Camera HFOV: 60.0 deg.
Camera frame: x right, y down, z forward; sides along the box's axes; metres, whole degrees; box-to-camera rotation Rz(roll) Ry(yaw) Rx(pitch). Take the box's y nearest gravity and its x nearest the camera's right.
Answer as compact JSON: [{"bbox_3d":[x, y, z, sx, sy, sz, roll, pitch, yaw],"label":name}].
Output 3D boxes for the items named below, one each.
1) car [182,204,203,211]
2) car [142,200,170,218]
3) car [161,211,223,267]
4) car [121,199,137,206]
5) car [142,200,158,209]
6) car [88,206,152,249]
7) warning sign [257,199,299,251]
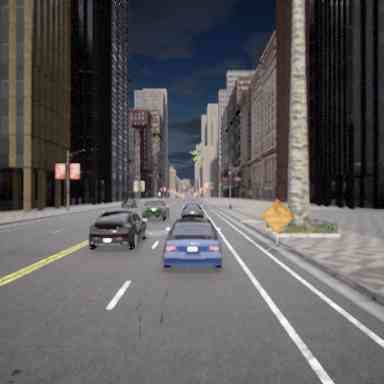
[{"bbox_3d":[0.064,1.769,30.915,1.994,1.385,4.181,0,0,0],"label":"car"},{"bbox_3d":[-3.192,1.550,30.049,2.097,1.767,4.553,0,-1,0],"label":"car"},{"bbox_3d":[0.038,1.625,11.627,2.033,1.411,5.357,0,0,1],"label":"car"},{"bbox_3d":[-9.842,1.856,52.162,1.837,1.490,4.892,0,0,0],"label":"car"},{"bbox_3d":[-6.594,1.953,52.117,1.895,1.301,4.718,0,0,0],"label":"car"},{"bbox_3d":[-3.187,1.603,14.991,1.837,1.490,4.892,0,-1,0],"label":"car"},{"bbox_3d":[3.225,1.199,12.610,1.300,1.860,1.060,0,0,0],"label":"warning sign"}]
